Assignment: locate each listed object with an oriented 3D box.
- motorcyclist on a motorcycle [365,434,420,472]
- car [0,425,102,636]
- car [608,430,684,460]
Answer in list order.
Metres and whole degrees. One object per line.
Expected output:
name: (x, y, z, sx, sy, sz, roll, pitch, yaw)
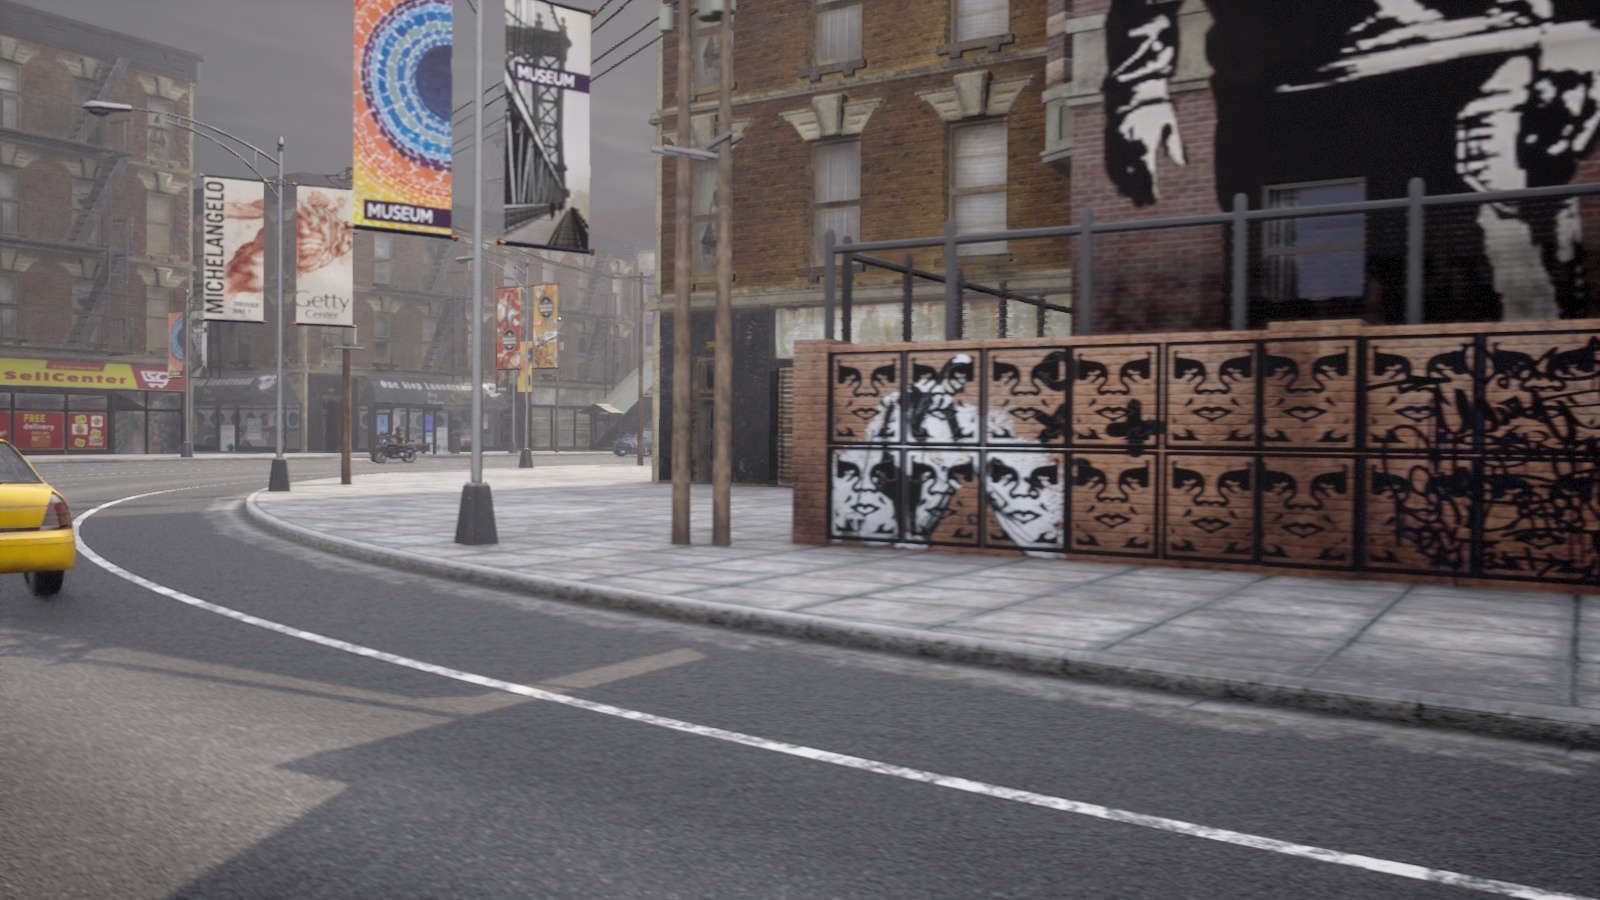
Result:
motorcyclist on a motorcycle: (-17.855, 0.115, 55.119, 0.766, 1.649, 2.350, 0, 1, 32)
car: (-7.883, 0.592, 11.269, 1.801, 1.575, 5.366, -1, 1, -40)
car: (-9.222, -0.317, 75.359, 2.097, 1.767, 4.553, 0, 1, 32)
